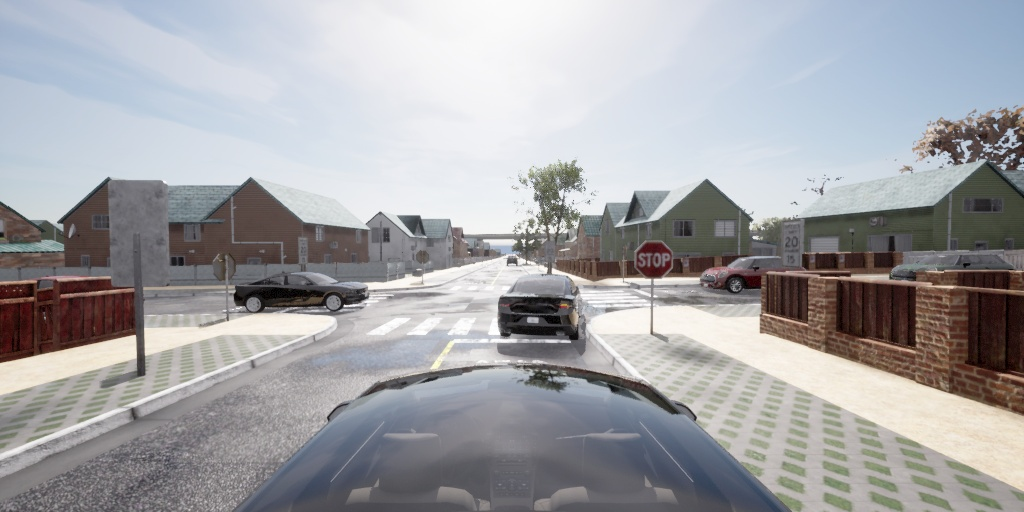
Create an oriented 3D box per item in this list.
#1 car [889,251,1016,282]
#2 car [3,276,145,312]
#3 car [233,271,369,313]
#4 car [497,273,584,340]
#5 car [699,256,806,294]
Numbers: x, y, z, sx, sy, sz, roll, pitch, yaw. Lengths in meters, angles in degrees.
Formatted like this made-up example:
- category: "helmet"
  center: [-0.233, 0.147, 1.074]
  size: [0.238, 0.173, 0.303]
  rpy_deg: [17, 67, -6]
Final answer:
- category: "car"
  center: [21.709, 0.646, 17.779]
  size: [4.553, 1.767, 2.097]
  rpy_deg: [-1, 2, 0]
- category: "car"
  center: [-18.015, 1.547, 14.580]
  size: [5.008, 1.535, 1.882]
  rpy_deg: [-1, 2, 0]
- category: "car"
  center: [-8.463, 1.377, 14.638]
  size: [5.008, 1.535, 1.882]
  rpy_deg: [-1, 2, 0]
- category: "car"
  center: [0.961, 1.224, 10.107]
  size: [1.882, 1.535, 5.008]
  rpy_deg: [0, 0, 12]
- category: "car"
  center: [11.814, 0.821, 17.712]
  size: [4.553, 1.767, 2.097]
  rpy_deg: [-1, 2, 0]
